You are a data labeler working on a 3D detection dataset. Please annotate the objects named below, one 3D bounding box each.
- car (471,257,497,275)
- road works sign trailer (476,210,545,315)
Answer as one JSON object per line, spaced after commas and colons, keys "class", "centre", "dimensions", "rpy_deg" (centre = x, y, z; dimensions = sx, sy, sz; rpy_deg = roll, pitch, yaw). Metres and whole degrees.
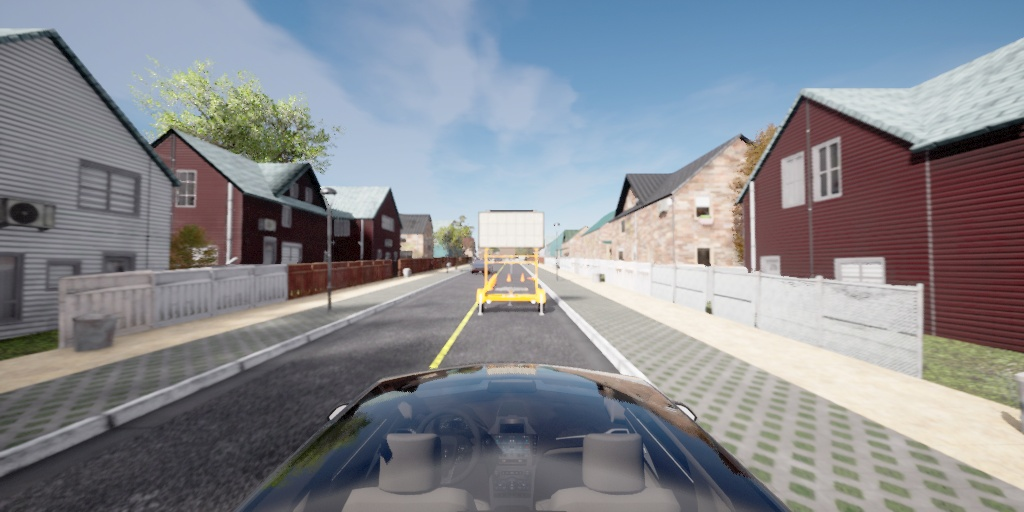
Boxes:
{"class": "car", "centre": [-2.914, 1.079, 35.509], "dimensions": [2.033, 1.411, 5.357], "rpy_deg": [0, 0, 0]}
{"class": "road works sign trailer", "centre": [-0.026, 0.120, 13.086], "dimensions": [2.380, 3.560, 2.880], "rpy_deg": [0, 0, 0]}
